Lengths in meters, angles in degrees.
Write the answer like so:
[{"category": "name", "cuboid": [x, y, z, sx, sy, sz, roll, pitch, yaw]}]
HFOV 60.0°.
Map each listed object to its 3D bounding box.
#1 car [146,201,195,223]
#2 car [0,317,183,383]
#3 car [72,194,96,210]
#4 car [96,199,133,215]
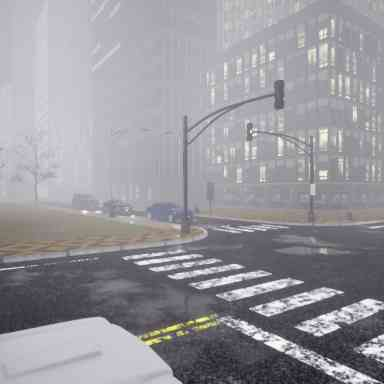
[{"category": "car", "cuboid": [-1.767, 1.484, 25.807, 1.882, 1.535, 5.008, 0, 0, -36]}, {"category": "car", "cuboid": [-2.256, 1.601, 1.834, 4.718, 1.301, 1.895, 0, 0, -36]}, {"category": "car", "cuboid": [-13.832, 1.227, 42.908, 2.150, 2.045, 5.566, 0, 0, -35]}, {"category": "car", "cuboid": [-7.744, 1.497, 34.268, 2.128, 1.511, 4.902, 0, 0, -35]}]
